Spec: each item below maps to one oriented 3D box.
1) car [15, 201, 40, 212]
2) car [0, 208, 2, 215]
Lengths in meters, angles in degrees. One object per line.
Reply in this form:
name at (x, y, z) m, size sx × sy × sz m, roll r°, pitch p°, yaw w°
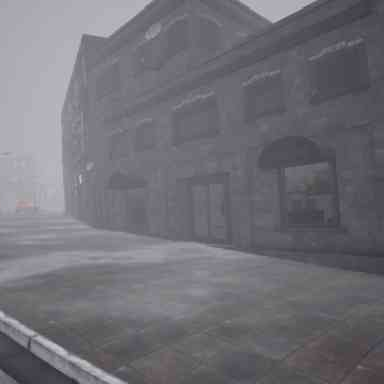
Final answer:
car at (-25.095, 2.117, 50.932) m, size 2.097 × 1.767 × 4.553 m, roll -3°, pitch -1°, yaw -4°
car at (-23.904, 2.050, 38.546) m, size 1.837 × 1.490 × 4.892 m, roll -3°, pitch 0°, yaw -6°
